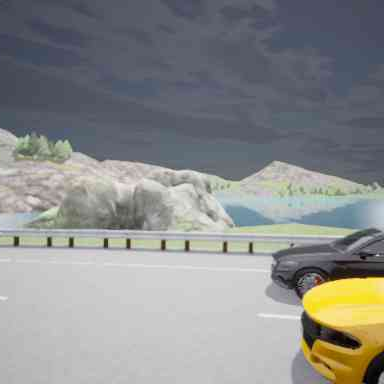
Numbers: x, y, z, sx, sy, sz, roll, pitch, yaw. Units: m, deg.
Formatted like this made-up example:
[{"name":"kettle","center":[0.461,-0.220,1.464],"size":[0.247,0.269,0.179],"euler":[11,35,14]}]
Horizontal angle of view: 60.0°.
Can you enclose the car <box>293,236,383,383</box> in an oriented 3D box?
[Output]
[{"name":"car","center":[3.852,1.474,3.728],"size":[5.008,1.535,1.882],"euler":[0,0,13]}]

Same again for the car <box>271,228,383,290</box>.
[{"name":"car","center":[4.123,1.522,7.234],"size":[4.674,1.442,1.812],"euler":[0,0,12]}]
